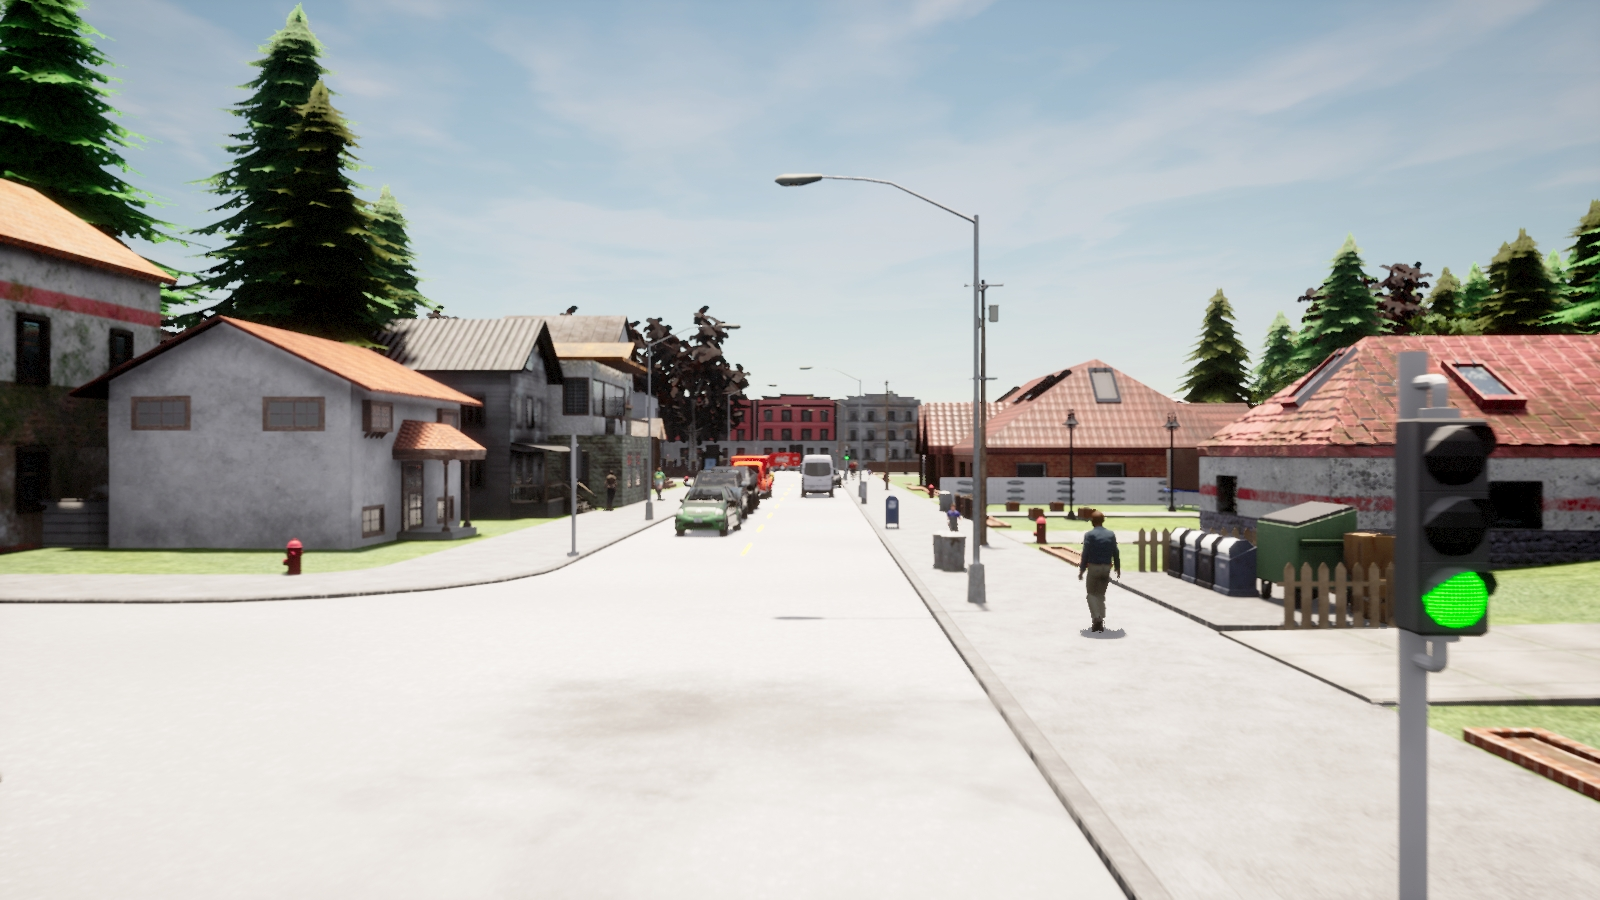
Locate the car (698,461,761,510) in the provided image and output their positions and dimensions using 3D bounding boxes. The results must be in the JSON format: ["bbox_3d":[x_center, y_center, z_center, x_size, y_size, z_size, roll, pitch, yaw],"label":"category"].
[{"bbox_3d":[-3.183,1.572,52.900,2.390,2.098,6.274,0,0,1],"label":"car"}]

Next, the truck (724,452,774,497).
[{"bbox_3d":[-2.967,1.384,67.300,2.627,2.467,5.204,0,1,1],"label":"truck"}]

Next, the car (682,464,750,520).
[{"bbox_3d":[-3.264,1.593,45.489,2.150,2.045,5.566,0,0,2],"label":"car"}]

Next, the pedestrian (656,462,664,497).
[{"bbox_3d":[-7.543,1.569,61.495,0.375,1.860,0.375,0,0,3],"label":"pedestrian"}]

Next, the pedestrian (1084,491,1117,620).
[{"bbox_3d":[4.422,1.537,16.824,0.375,1.860,0.375,0,0,-5],"label":"pedestrian"}]

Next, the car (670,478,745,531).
[{"bbox_3d":[-3.087,1.808,38.885,1.851,1.617,3.988,0,0,6],"label":"car"}]

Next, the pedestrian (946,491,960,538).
[{"bbox_3d":[4.328,1.827,32.242,0.375,1.300,0.375,0,0,12],"label":"pedestrian"}]

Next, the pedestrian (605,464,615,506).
[{"bbox_3d":[-8.556,1.563,51.494,0.375,1.860,0.375,0,0,1],"label":"pedestrian"}]

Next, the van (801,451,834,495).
[{"bbox_3d":[1.081,1.366,70.337,1.988,2.561,5.915,0,0,1],"label":"van"}]
